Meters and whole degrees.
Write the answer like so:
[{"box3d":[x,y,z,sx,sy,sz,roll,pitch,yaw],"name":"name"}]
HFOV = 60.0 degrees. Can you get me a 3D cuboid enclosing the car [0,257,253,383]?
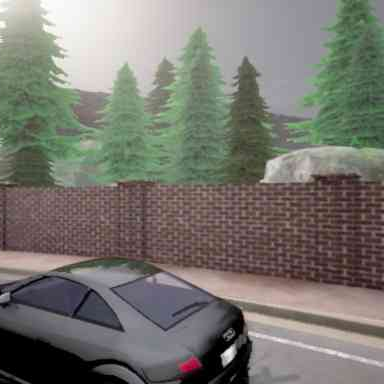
[{"box3d":[-1.362,1.585,4.290,4.181,1.385,1.994,0,0,30],"name":"car"}]
